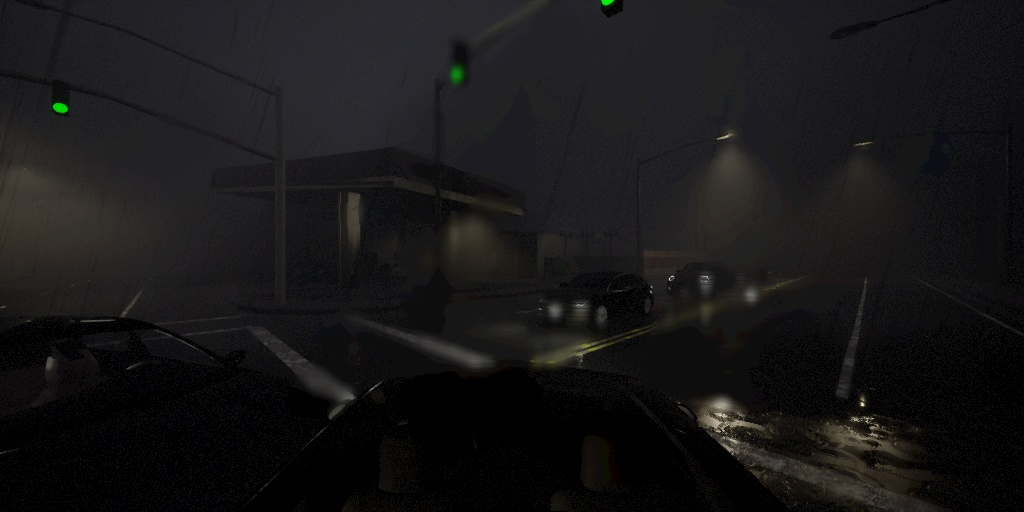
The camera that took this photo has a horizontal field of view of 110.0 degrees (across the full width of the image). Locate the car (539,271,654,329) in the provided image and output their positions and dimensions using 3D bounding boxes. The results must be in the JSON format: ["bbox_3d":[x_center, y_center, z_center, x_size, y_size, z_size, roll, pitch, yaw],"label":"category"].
[{"bbox_3d":[2.883,1.255,11.538,1.837,1.490,4.892,0,0,45],"label":"car"}]

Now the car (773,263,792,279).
[{"bbox_3d":[23.784,1.314,32.344,4.181,1.385,1.994,0,0,-45],"label":"car"}]

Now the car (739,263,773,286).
[{"bbox_3d":[16.650,1.314,25.292,1.994,1.385,4.181,0,0,44],"label":"car"}]

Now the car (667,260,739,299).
[{"bbox_3d":[9.722,1.102,18.382,4.553,1.767,2.097,0,0,-45],"label":"car"}]

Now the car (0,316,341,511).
[{"bbox_3d":[-3.420,1.242,2.520,4.902,1.511,2.128,0,0,15],"label":"car"}]
